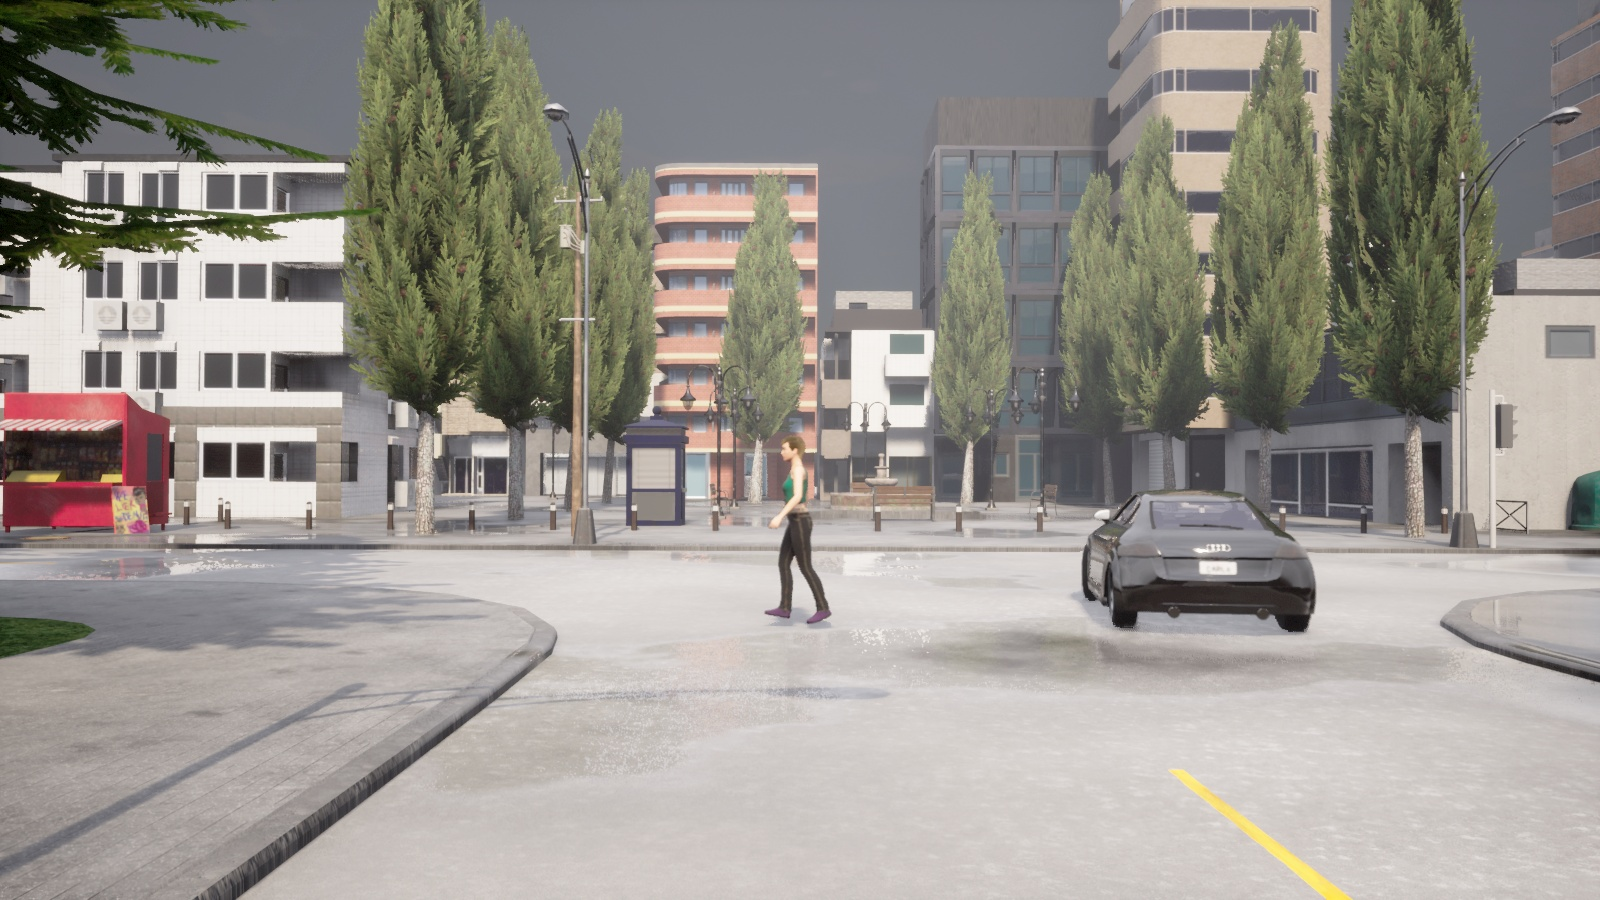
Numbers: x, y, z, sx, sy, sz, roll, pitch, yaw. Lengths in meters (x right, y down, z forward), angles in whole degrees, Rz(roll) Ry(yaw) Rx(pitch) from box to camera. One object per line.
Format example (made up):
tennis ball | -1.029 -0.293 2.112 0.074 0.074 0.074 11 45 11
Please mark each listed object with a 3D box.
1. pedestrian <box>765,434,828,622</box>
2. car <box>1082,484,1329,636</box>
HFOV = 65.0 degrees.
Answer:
pedestrian | -0.039 0.761 12.448 0.594 1.836 0.345 0 -1 -4
car | 4.317 1.096 14.039 1.994 1.385 4.181 0 -1 9
